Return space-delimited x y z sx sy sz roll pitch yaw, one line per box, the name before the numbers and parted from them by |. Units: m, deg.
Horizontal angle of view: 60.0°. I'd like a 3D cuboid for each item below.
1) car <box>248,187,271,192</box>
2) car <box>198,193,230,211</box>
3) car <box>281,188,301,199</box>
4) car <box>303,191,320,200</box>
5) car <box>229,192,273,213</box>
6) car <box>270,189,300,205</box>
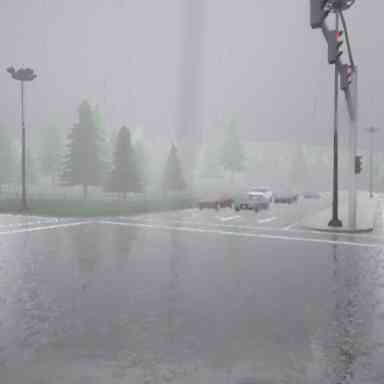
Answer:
car | 8.409 0.388 41.517 2.150 2.045 5.566 1 2 29
car | 2.337 0.865 30.786 1.882 1.535 5.008 1 1 30
car | 16.706 0.226 56.062 2.097 1.767 4.553 1 1 30
car | 19.348 0.483 53.658 1.994 1.385 4.181 1 1 30
car | 5.221 0.987 28.833 1.994 1.385 4.181 1 1 30
car | 11.029 0.693 39.049 1.882 1.535 5.008 1 1 30
